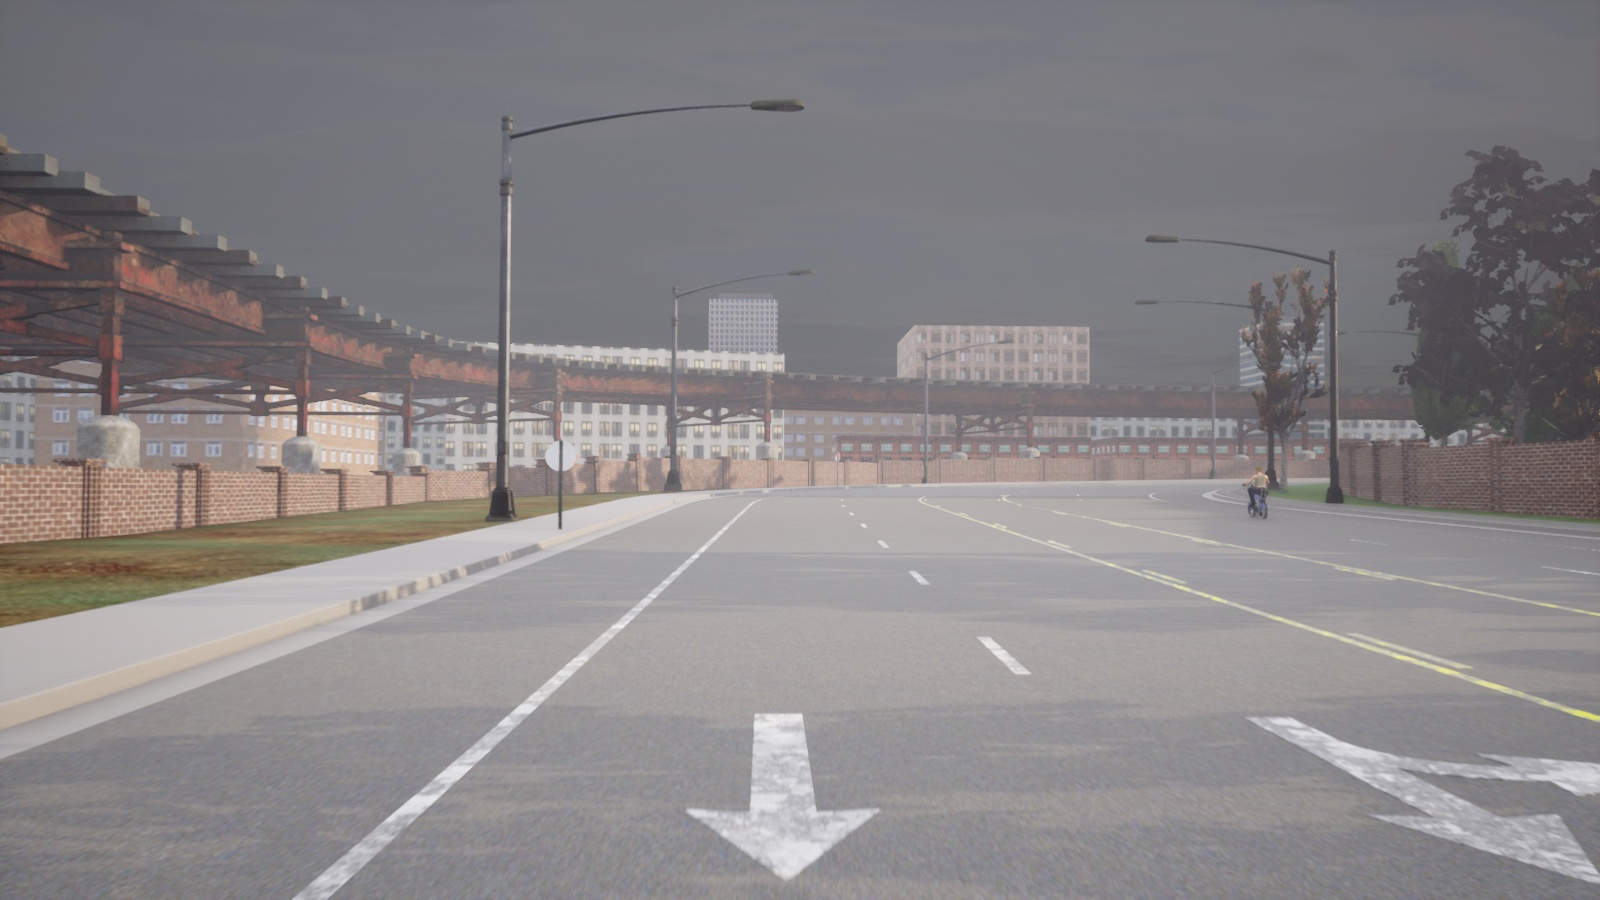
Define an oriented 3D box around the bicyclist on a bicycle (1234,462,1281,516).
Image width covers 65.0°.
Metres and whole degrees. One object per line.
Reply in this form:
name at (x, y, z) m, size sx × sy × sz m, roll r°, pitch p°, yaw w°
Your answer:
bicyclist on a bicycle at (13.903, 1.177, 38.206) m, size 0.866 × 1.612 × 1.509 m, roll 0°, pitch -1°, yaw 0°
